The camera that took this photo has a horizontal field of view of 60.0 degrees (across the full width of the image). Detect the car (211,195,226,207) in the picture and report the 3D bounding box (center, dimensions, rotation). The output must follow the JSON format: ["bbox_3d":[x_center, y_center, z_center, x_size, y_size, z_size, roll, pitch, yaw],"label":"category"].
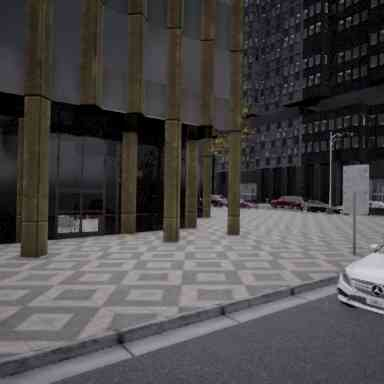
[{"bbox_3d":[3.516,1.313,47.276,2.192,1.841,5.009,1,-1,-35],"label":"car"}]

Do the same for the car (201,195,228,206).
[{"bbox_3d":[4.076,1.513,61.206,2.192,1.841,5.009,1,-1,-35],"label":"car"}]

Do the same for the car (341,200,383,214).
[{"bbox_3d":[20.034,1.708,38.733,2.008,1.369,4.403,1,-1,-35],"label":"car"}]

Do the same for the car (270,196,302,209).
[{"bbox_3d":[13.653,1.488,47.724,2.192,1.841,5.009,1,-1,-35],"label":"car"}]

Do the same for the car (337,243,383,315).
[{"bbox_3d":[4.884,1.530,6.768,4.674,1.442,1.812,0,0,-36],"label":"car"}]

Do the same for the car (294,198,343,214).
[{"bbox_3d":[13.091,1.540,33.790,1.947,1.339,4.313,1,-1,-35],"label":"car"}]

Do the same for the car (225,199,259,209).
[{"bbox_3d":[6.705,1.571,42.778,1.802,1.307,4.206,1,-1,-35],"label":"car"}]

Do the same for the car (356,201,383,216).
[{"bbox_3d":[16.284,1.518,29.295,2.008,1.369,4.403,1,-1,-35],"label":"car"}]
